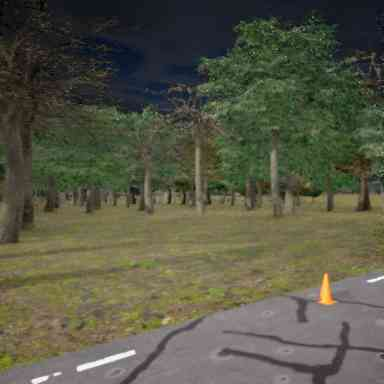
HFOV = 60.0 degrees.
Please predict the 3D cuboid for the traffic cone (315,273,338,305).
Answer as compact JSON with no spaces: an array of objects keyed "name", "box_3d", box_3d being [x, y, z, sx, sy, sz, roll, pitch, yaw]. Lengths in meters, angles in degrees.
[{"name":"traffic cone","box_3d":[2.815,2.002,6.974,0.340,0.580,0.340,0,0,-36]}]
